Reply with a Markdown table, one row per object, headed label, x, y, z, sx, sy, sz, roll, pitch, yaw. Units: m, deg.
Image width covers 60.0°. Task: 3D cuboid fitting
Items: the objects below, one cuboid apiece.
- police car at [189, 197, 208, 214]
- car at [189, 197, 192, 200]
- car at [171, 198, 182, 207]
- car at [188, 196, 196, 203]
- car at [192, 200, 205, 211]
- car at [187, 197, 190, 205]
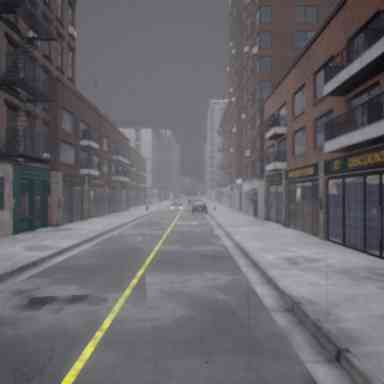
| label | x | y | z | sx | sy | sz | roll | pitch | yaw |
| --- | --- | --- | --- | --- | --- | --- | --- | --- | --- |
| police car | 0.914 | 1.824 | 40.706 | 1.930 | 1.638 | 5.238 | 0 | -1 | 0 |
| car | 0.920 | 2.024 | 56.595 | 1.882 | 1.535 | 5.008 | 0 | -1 | 0 |
| car | -2.996 | 1.975 | 65.046 | 2.097 | 1.767 | 4.553 | 0 | -1 | 1 |
| car | 0.033 | 2.075 | 91.075 | 2.097 | 1.767 | 4.553 | 0 | 0 | 0 |
| car | 0.918 | 1.996 | 50.595 | 1.837 | 1.490 | 4.892 | 0 | -1 | 0 |
| car | 0.026 | 1.947 | 76.075 | 2.097 | 1.767 | 4.553 | 0 | 0 | 0 |
